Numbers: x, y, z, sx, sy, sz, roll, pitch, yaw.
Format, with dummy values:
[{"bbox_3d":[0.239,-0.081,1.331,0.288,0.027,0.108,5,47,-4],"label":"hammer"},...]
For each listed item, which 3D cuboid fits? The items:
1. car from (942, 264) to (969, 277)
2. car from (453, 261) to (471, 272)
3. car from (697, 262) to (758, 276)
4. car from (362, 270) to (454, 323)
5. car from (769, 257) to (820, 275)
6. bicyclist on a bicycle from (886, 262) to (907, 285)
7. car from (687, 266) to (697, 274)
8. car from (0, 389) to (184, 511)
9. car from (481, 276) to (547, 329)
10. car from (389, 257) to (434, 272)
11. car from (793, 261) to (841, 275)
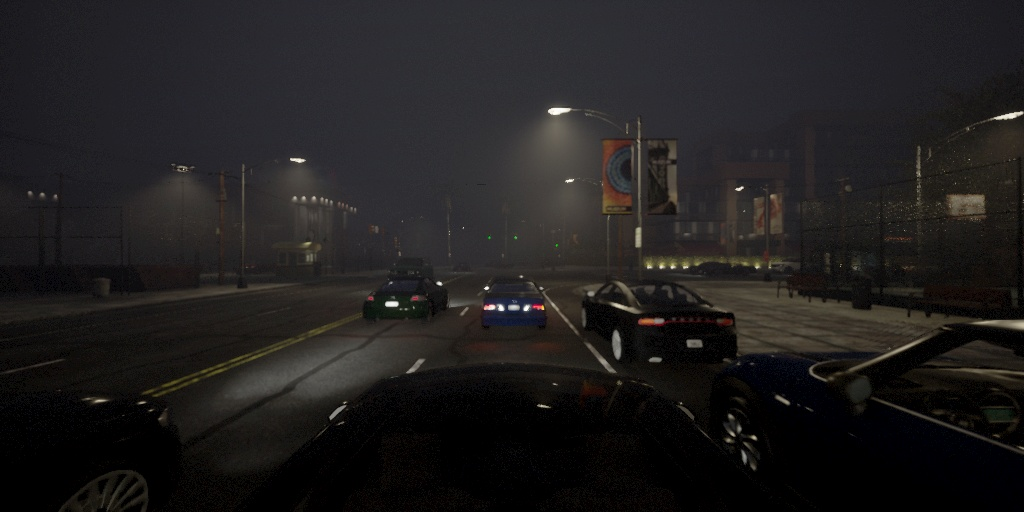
[{"bbox_3d":[45.147,1.464,35.563,4.181,1.385,1.994,0,0,-1],"label":"car"},{"bbox_3d":[-6.987,1.492,50.305,1.812,1.442,4.674,0,0,2],"label":"car"},{"bbox_3d":[23.593,1.463,38.949,5.357,1.411,2.033,0,0,-1],"label":"car"},{"bbox_3d":[-3.437,1.361,12.307,1.994,1.385,4.181,0,0,0],"label":"car"},{"bbox_3d":[33.724,1.154,42.534,5.566,2.045,2.150,0,0,0],"label":"car"},{"bbox_3d":[26.056,1.151,24.492,0.582,1.620,1.656,0,-1,-1],"label":"bicyclist on a bicycle"},{"bbox_3d":[23.370,1.435,42.446,4.892,1.490,1.837,0,0,-1],"label":"car"},{"bbox_3d":[-3.399,1.238,0.691,2.128,1.511,4.902,0,0,0],"label":"car"},{"bbox_3d":[0.059,1.341,11.444,2.033,1.411,5.357,0,0,0],"label":"car"},{"bbox_3d":[-7.122,1.079,25.852,2.150,2.045,5.566,0,0,0],"label":"car"},{"bbox_3d":[33.684,1.479,39.040,4.181,1.385,1.994,0,0,-2],"label":"car"}]
